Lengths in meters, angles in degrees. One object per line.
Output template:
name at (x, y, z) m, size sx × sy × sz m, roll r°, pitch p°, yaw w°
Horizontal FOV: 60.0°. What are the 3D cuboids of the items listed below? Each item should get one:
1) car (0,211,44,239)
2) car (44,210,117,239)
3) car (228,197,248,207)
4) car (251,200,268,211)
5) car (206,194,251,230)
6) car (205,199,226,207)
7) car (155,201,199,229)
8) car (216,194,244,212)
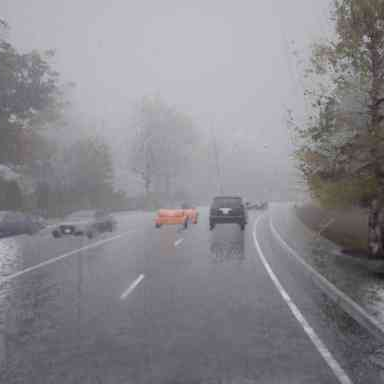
car at (-9.334, 1.624, 16.296) m, size 2.033 × 1.411 × 5.357 m, roll 0°, pitch 0°, yaw 8°
car at (-5.535, 1.631, 17.552) m, size 1.994 × 1.385 × 4.181 m, roll 0°, pitch 0°, yaw 9°
car at (8.056, 1.706, 57.386) m, size 1.812 × 1.442 × 4.674 m, roll -2°, pitch -1°, yaw 29°
car at (8.023, 1.625, 40.451) m, size 1.895 × 1.301 × 4.718 m, roll -1°, pitch 0°, yaw 21°
car at (2.486, 1.251, 21.731) m, size 2.150 × 2.045 × 5.566 m, roll -1°, pitch 0°, yaw 12°
car at (4.092, 1.878, 57.365) m, size 1.895 × 1.301 × 4.718 m, roll -2°, pitch -1°, yaw 28°
car at (-0.901, 1.413, 22.467) m, size 2.097 × 1.767 × 4.553 m, roll -1°, pitch 0°, yaw 11°
car at (4.902, 1.318, 42.100) m, size 2.150 × 2.045 × 5.566 m, roll -1°, pitch 0°, yaw 21°
